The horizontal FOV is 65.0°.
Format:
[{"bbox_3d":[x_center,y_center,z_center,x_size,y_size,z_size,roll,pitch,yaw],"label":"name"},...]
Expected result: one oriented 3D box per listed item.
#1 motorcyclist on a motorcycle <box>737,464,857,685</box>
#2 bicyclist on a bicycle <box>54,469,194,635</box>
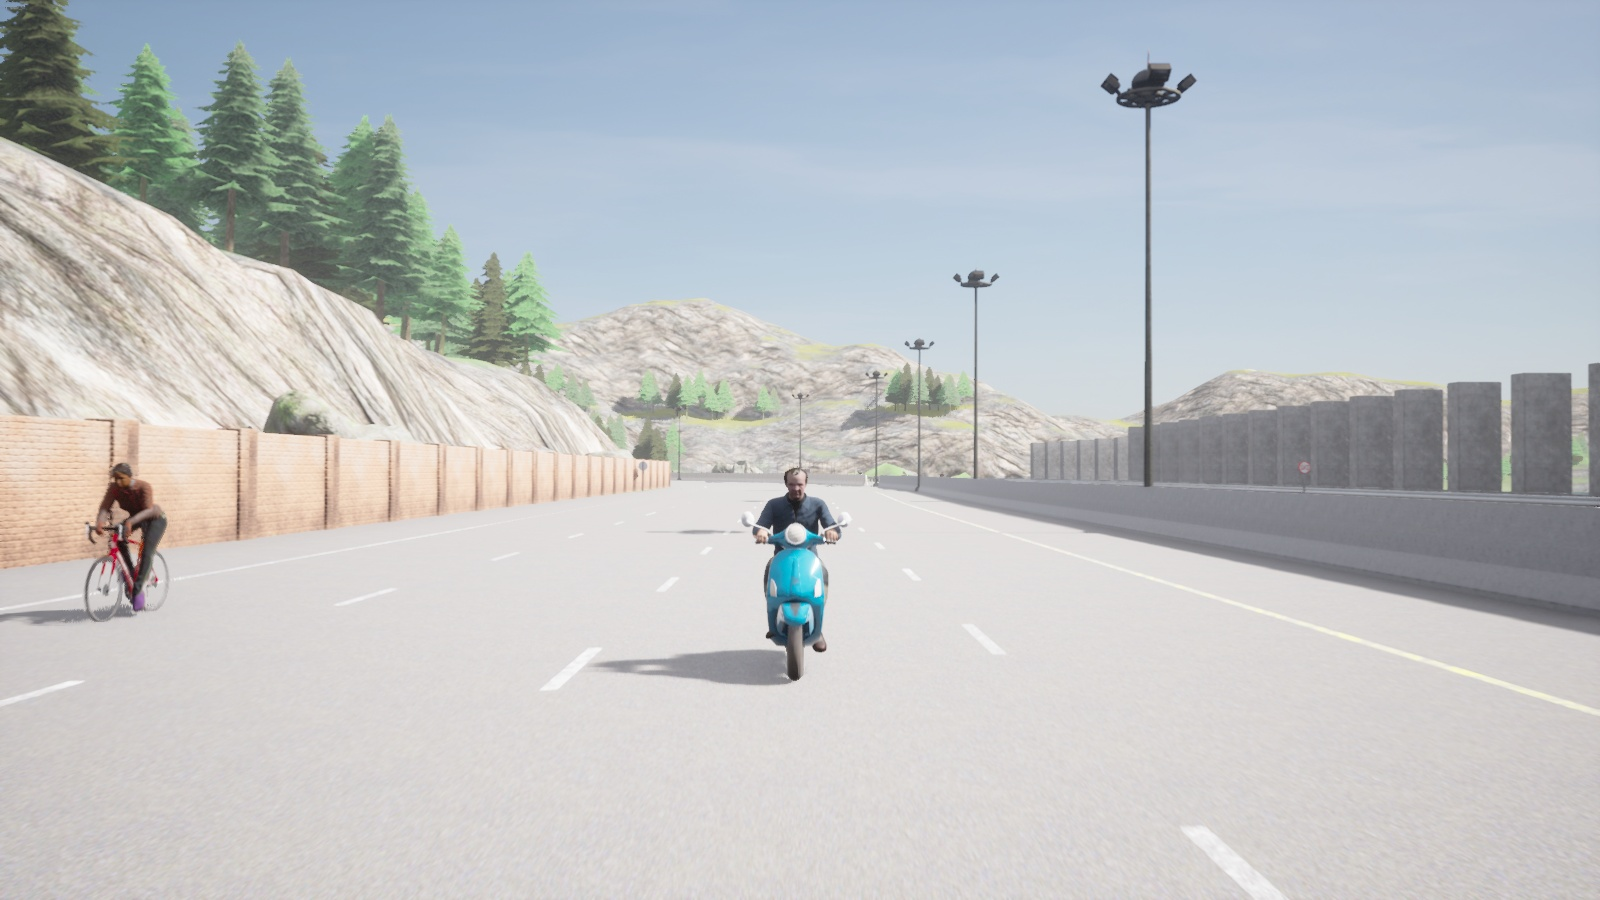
[{"bbox_3d":[-0.027,0.934,10.022,0.866,1.590,1.817,0,-2,0],"label":"motorcyclist on a motorcycle"},{"bbox_3d":[-7.035,1.014,13.158,0.582,1.620,1.656,0,-1,0],"label":"bicyclist on a bicycle"}]
